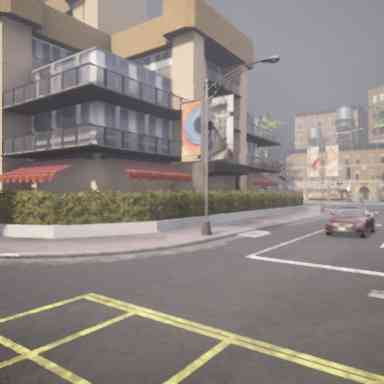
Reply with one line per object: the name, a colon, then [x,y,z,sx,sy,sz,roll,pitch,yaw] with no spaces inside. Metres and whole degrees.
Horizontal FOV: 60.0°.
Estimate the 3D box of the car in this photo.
car: [8.555,1.513,17.845,1.812,1.442,4.674,0,0,36]
